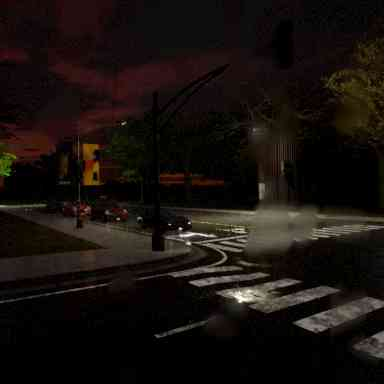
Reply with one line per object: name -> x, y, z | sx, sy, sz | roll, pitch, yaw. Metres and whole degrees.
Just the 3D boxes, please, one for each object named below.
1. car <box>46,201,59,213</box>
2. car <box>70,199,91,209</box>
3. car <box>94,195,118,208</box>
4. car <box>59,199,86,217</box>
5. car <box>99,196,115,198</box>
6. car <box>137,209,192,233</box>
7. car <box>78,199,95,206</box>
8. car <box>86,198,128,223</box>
car -> -18.865, 2.034, 46.126 | 1.882, 1.535, 5.008 | -1, 0, -35
car -> -19.674, 2.077, 58.688 | 2.033, 1.411, 5.357 | -1, 0, -35
car -> -15.055, 1.651, 57.922 | 2.150, 2.045, 5.566 | -1, 0, -35
car -> -13.105, 1.811, 37.824 | 2.097, 1.767, 4.553 | -1, 0, -35
car -> -13.810, 1.781, 50.379 | 2.097, 1.767, 4.553 | -1, 0, -35
car -> -1.993, 1.819, 22.056 | 2.033, 1.411, 5.357 | -1, 0, -29
car -> -21.175, 2.098, 66.666 | 1.994, 1.385, 4.181 | -1, 0, -35
car -> -7.493, 1.716, 29.806 | 2.097, 1.767, 4.553 | -1, 0, -35
